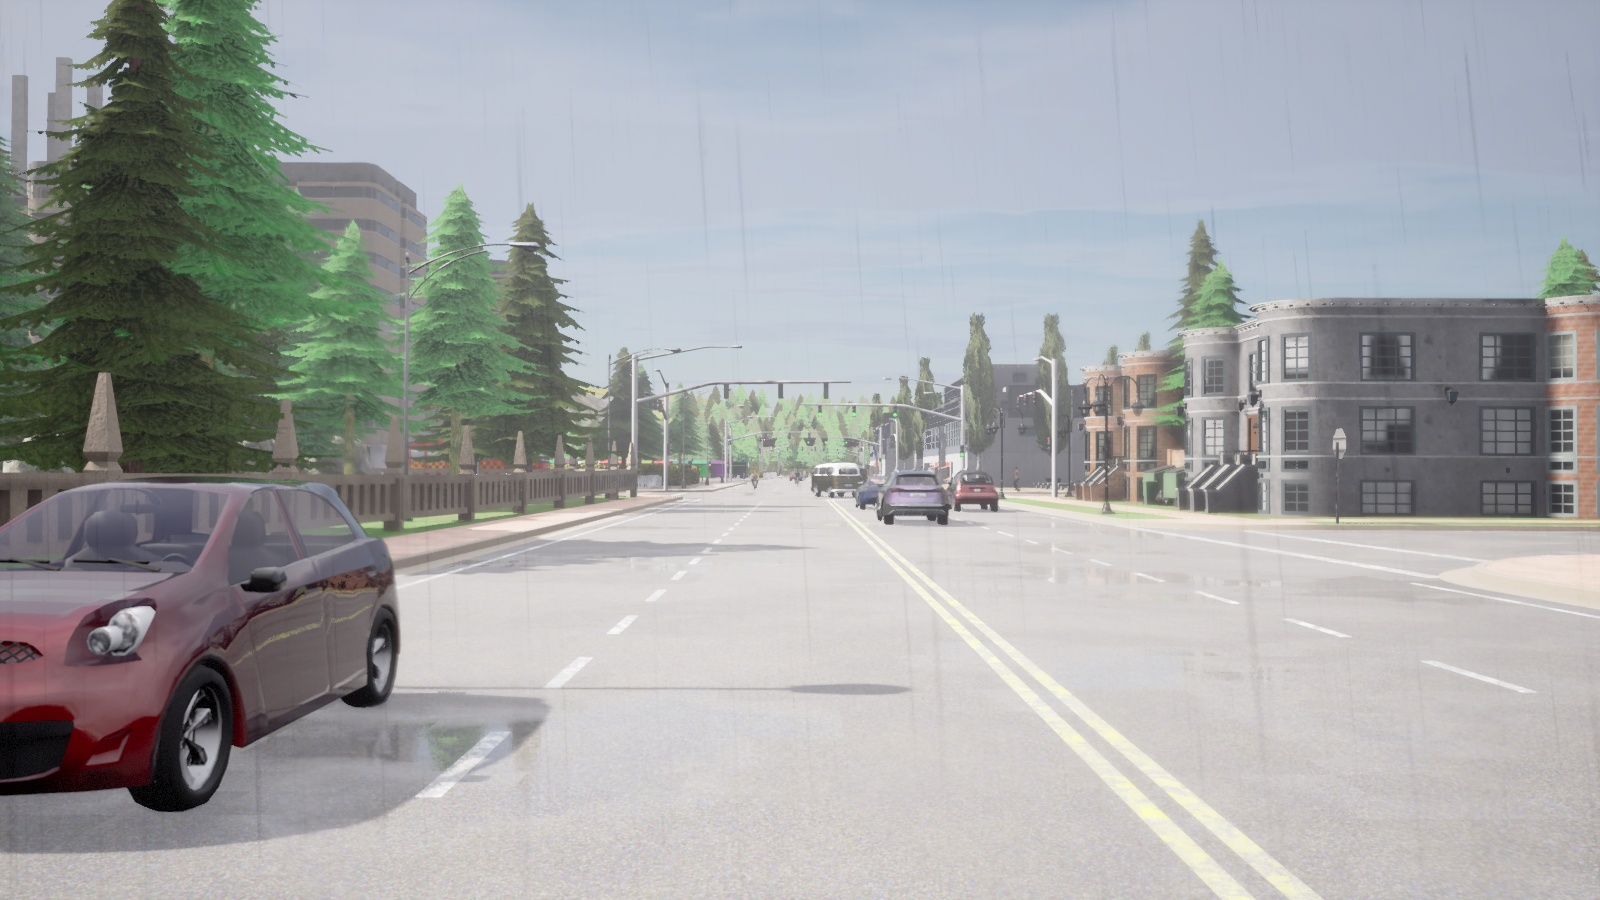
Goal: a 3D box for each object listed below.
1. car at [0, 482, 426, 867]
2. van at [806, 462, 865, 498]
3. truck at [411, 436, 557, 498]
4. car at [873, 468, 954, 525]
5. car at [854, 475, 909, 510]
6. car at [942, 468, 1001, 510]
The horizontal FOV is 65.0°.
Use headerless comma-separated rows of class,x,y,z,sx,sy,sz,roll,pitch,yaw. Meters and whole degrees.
car,-3.515,0.956,6.894,1.845,1.501,3.633,0,-1,0
van,2.070,1.771,74.118,2.069,2.038,4.480,1,-1,-19
truck,-19.817,1.052,79.054,8.468,3.827,2.891,0,-1,0
car,3.413,1.378,38.622,2.033,1.649,4.856,0,-1,0
car,3.382,1.749,52.792,1.994,1.385,4.181,0,-1,0
car,6.886,1.536,50.773,1.851,1.617,3.988,0,-1,0
